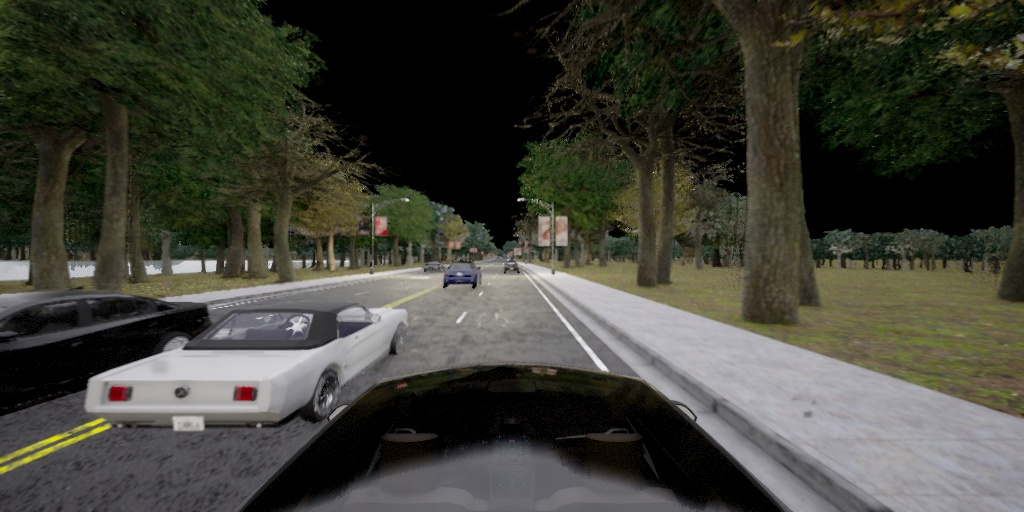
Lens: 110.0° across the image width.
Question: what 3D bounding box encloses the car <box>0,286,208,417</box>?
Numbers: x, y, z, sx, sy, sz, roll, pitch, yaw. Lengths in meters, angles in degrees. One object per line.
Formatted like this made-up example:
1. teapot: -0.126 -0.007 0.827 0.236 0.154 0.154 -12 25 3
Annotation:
1. car: -6.601 1.231 4.644 1.882 1.535 5.008 0 0 0

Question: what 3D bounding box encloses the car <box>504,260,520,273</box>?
1. car: -0.050 1.348 44.721 1.812 1.442 4.674 0 0 0

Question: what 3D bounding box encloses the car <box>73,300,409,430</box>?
1. car: -3.155 1.353 5.726 1.895 1.301 4.718 0 0 0

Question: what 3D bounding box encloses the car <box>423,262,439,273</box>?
1. car: -9.989 1.395 45.929 1.994 1.385 4.181 0 0 0

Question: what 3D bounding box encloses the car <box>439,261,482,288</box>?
1. car: -3.188 1.120 23.868 2.097 1.767 4.553 0 0 0
